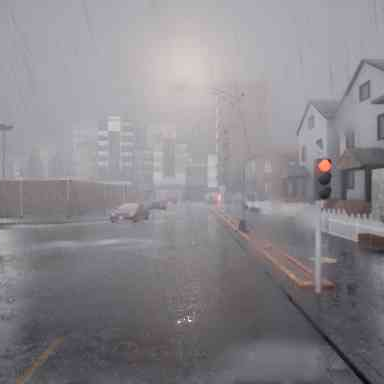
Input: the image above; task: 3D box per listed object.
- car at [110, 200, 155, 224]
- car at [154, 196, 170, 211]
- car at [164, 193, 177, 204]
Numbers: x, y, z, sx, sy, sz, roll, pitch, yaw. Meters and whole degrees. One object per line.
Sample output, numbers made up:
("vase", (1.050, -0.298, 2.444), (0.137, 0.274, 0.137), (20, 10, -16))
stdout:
("car", (-4.489, 1.515, 24.999), (1.812, 1.442, 4.674), (0, 0, 9))
("car", (-4.081, 1.547, 39.876), (1.994, 1.385, 4.181), (0, 0, 0))
("car", (-3.987, 1.198, 61.915), (2.150, 2.045, 5.566), (0, 0, 0))
